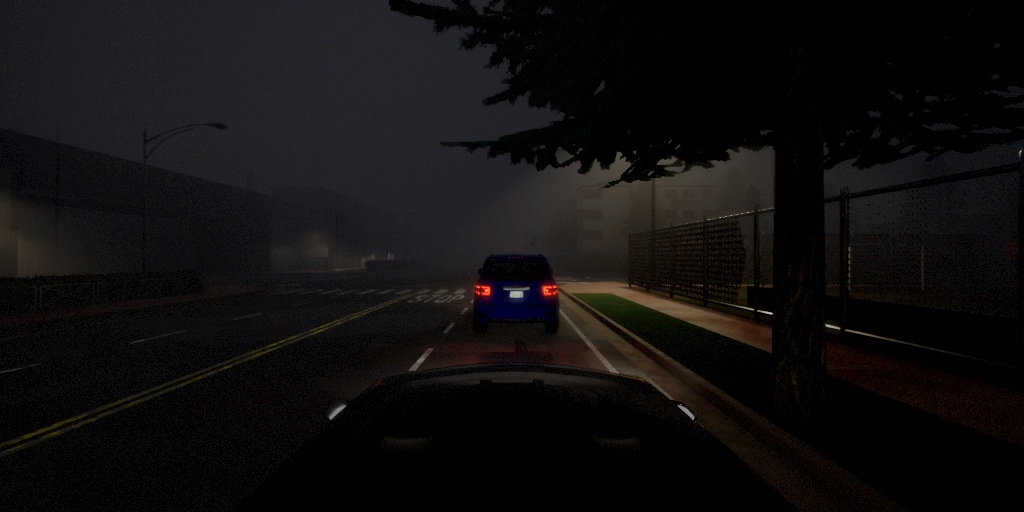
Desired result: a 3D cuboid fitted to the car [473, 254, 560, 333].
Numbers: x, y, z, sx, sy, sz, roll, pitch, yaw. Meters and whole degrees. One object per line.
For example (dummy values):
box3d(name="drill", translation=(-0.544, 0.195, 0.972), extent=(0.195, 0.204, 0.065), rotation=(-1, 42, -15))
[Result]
box3d(name="car", translation=(0.112, 0.972, 10.878), extent=(2.150, 2.045, 5.566), rotation=(0, 0, 0))

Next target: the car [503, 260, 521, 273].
box3d(name="car", translation=(0.010, 1.242, 45.734), extent=(2.128, 1.511, 4.902), rotation=(0, 0, 0))
